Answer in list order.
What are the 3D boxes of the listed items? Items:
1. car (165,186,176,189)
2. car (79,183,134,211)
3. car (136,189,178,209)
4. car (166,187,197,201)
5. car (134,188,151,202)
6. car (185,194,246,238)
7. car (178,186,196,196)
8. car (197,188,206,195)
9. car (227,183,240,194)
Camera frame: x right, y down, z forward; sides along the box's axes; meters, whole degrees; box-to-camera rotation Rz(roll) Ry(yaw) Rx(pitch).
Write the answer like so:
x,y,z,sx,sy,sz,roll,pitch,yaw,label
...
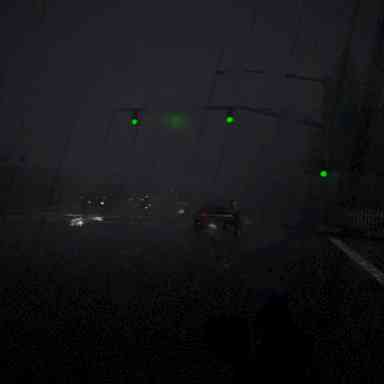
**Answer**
x,y,z,sx,sy,sz,roll,pitch,yaw,label
-2.899,-0.016,46.515,2.097,1.767,4.553,1,2,12,car
-7.015,0.324,27.212,2.150,2.045,5.566,1,2,11,car
-2.969,0.711,29.440,1.895,1.301,4.718,1,2,12,car
-1.152,0.465,38.013,1.994,1.385,4.181,1,2,12,car
-4.980,0.372,36.831,1.837,1.490,4.892,1,2,12,car
1.357,1.075,15.266,2.128,1.511,4.902,1,2,12,car
-0.777,-0.130,56.361,1.882,1.535,5.008,1,2,12,car
0.921,0.193,47.611,1.812,1.442,4.674,1,2,12,car
7.896,-0.294,63.087,2.097,1.767,4.553,1,2,12,car
